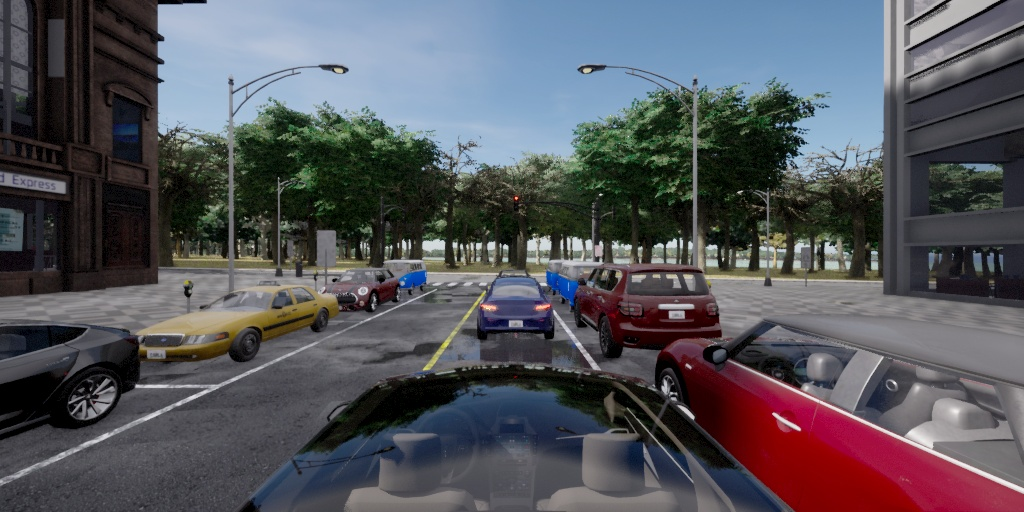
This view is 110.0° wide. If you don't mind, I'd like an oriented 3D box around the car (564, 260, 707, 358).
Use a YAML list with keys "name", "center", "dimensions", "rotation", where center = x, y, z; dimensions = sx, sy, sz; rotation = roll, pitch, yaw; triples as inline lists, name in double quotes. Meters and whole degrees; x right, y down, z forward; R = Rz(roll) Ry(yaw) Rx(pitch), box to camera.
- name: "car"
  center: [2.761, 1.065, 8.394]
  dimensions: [2.192, 1.841, 5.009]
  rotation: [0, 0, 0]

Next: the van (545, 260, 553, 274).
- name: "van"
  center: [2.759, 1.092, 19.269]
  dimensions: [1.690, 1.789, 3.998]
  rotation: [0, 0, 0]

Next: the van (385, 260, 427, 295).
- name: "van"
  center: [-5.766, 1.092, 19.267]
  dimensions: [1.690, 1.789, 3.998]
  rotation: [0, 0, 0]

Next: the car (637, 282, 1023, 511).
- name: "car"
  center: [2.763, 1.190, 2.956]
  dimensions: [1.967, 1.591, 4.097]
  rotation: [0, 0, 0]

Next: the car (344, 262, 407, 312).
- name: "car"
  center: [-5.765, 1.190, 13.829]
  dimensions: [1.967, 1.591, 4.097]
  rotation: [0, 0, 0]

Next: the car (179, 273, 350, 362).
- name: "car"
  center: [-5.764, 1.275, 8.222]
  dimensions: [1.751, 1.417, 4.829]
  rotation: [0, 0, 0]

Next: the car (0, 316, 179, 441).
- name: "car"
  center: [-5.763, 1.316, 2.954]
  dimensions: [1.948, 1.339, 4.313]
  rotation: [0, 0, 0]

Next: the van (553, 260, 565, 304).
- name: "van"
  center: [2.760, 1.091, 13.831]
  dimensions: [1.690, 1.789, 3.998]
  rotation: [0, 0, 0]

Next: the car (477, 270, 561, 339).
- name: "car"
  center: [0.097, 1.276, 9.931]
  dimensions: [1.812, 1.442, 4.674]
  rotation: [0, 0, 0]
